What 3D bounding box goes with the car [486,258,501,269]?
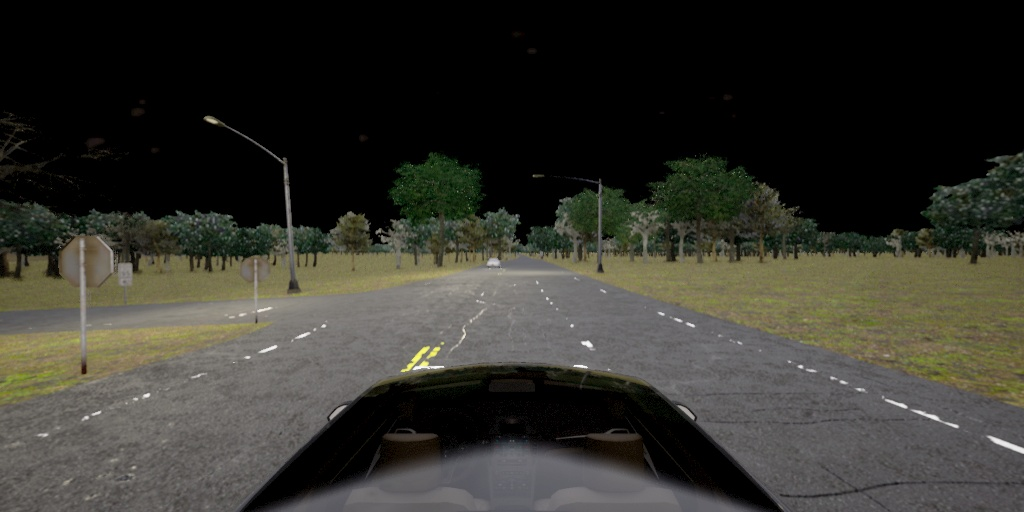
[{"bbox_3d":[-2.612,1.076,52.231,1.812,1.442,4.674,0,0,2],"label":"car"}]
